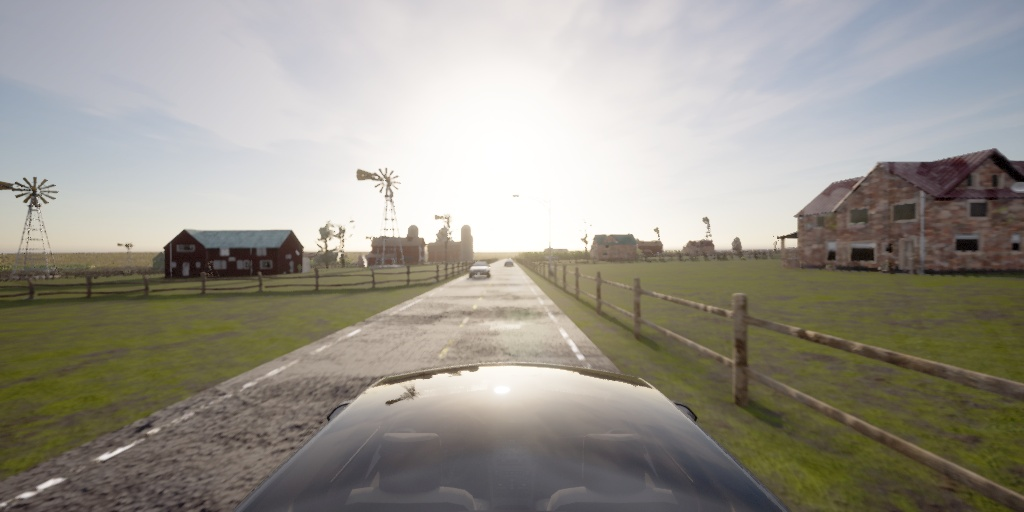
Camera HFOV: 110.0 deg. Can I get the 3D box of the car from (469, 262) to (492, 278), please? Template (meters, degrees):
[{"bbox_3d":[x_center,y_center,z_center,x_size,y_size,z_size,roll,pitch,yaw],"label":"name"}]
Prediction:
[{"bbox_3d":[-3.024,1.308,34.717,1.812,1.442,4.674,0,0,-1],"label":"car"}]
